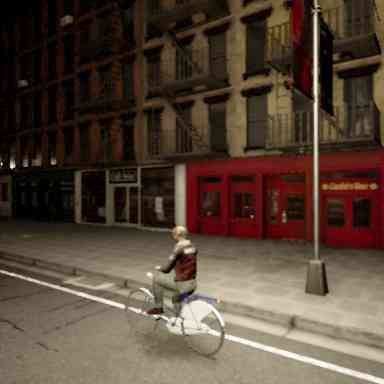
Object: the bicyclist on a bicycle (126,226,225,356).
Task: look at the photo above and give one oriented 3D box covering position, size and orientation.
[{"bbox_3d":[-0.338,1.372,4.905,1.843,1.776,0.659,0,0,36],"label":"bicyclist on a bicycle"}]
